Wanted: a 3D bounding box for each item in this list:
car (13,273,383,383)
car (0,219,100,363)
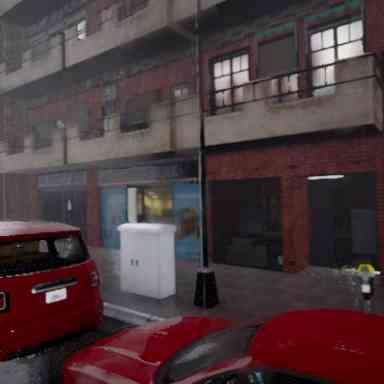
[{"bbox_3d":[0.899,1.550,2.251,4.507,1.381,1.887,-1,-2,36],"label":"car"},{"bbox_3d":[-3.610,1.382,5.475,5.009,1.841,2.192,-1,-2,36],"label":"car"}]
